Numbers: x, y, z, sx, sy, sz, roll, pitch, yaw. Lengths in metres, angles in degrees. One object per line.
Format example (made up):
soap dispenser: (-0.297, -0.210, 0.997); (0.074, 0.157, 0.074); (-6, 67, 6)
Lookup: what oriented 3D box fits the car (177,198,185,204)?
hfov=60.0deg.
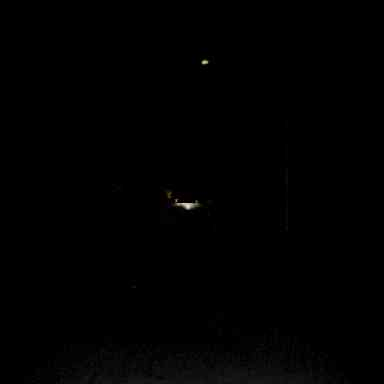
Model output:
car: (-2.715, 2.239, 84.349); (1.994, 1.385, 4.181); (0, -1, 0)
